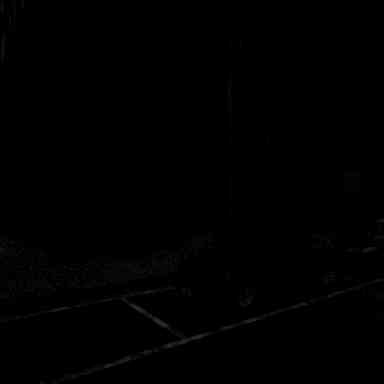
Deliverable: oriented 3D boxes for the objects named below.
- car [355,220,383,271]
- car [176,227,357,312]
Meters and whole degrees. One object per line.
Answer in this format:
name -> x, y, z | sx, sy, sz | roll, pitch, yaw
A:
car -> 6.156, 1.601, 10.926 | 4.206, 1.307, 1.802 | 0, 0, -35
car -> 1.677, 1.576, 7.731 | 4.313, 1.339, 1.947 | 0, 0, -36
